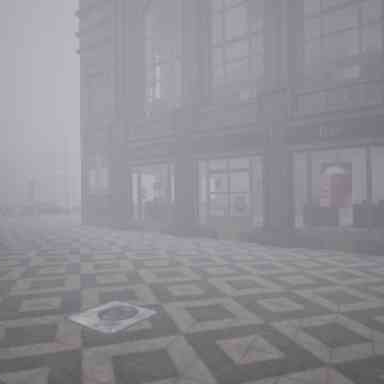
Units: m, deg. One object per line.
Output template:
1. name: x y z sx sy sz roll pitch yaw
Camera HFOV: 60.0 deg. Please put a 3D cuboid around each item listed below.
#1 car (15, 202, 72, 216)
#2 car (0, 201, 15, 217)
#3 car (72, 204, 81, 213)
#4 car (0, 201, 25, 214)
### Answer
1. car: -14.185 1.579 31.807 1.947 1.339 4.313 -1 -1 35
2. car: -17.464 1.544 27.181 2.008 1.369 4.403 -1 -1 35
3. car: -10.811 1.564 36.571 1.752 1.417 4.829 -1 -1 35
4. car: -21.123 1.694 36.759 2.008 1.369 4.403 -1 -1 35
